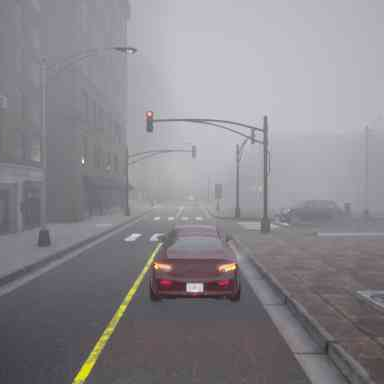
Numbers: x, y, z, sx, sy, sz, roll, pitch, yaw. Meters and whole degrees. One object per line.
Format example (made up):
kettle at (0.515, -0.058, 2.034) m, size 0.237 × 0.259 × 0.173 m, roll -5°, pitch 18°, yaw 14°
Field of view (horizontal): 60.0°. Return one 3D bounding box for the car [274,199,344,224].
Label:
car at (8.246, 1.318, 23.647) m, size 4.553 × 1.767 × 2.097 m, roll 0°, pitch 0°, yaw -4°

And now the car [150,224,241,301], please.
car at (0.083, 1.526, 8.184) m, size 1.812 × 1.442 × 4.674 m, roll 0°, pitch 0°, yaw 1°

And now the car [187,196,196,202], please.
car at (-0.076, 1.567, 76.160) m, size 1.812 × 1.442 × 4.674 m, roll 0°, pitch 0°, yaw 0°
